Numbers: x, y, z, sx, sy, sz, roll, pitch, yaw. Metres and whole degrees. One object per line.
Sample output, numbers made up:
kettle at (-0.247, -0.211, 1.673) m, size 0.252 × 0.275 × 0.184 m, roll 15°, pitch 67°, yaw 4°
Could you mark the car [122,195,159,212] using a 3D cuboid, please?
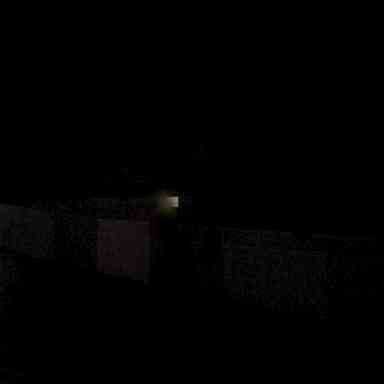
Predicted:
car at (-5.129, 1.150, 30.625) m, size 2.097 × 1.767 × 4.553 m, roll -2°, pitch -1°, yaw 35°
